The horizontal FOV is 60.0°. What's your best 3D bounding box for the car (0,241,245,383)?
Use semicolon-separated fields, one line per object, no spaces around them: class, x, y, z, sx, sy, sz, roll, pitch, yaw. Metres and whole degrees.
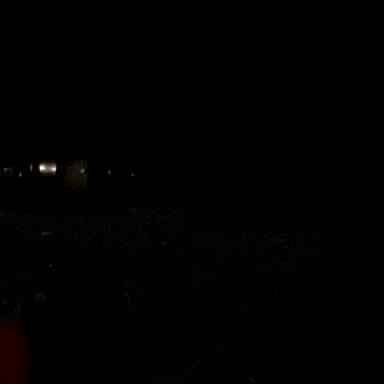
car;-1.571;1.540;4.095;4.507;1.381;1.887;0;0;36
